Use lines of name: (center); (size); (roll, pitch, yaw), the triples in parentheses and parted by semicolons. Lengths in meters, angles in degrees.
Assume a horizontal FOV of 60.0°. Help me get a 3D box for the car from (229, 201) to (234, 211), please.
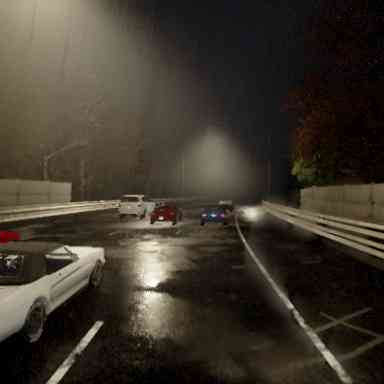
car: (4.347, 1.754, 42.566); (1.895, 1.301, 4.718); (0, 0, 10)

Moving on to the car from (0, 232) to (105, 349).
car: (-3.171, 1.603, 6.319); (1.895, 1.301, 4.718); (0, 0, 2)

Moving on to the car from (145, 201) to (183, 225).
car: (-1.836, 1.589, 24.682); (1.812, 1.442, 4.674); (0, 0, 6)

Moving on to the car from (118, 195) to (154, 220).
car: (-4.782, 1.284, 29.564); (2.150, 2.045, 5.566); (0, 0, 7)

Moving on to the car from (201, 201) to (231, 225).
car: (1.671, 1.625, 24.675); (2.033, 1.411, 5.357); (0, 0, 6)

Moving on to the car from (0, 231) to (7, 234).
car: (-6.561, 1.478, 8.775); (1.882, 1.535, 5.008); (0, 0, 2)

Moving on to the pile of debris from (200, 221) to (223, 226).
pile of debris: (1.430, 2.251, 23.744); (1.500, 0.140, 1.860); (0, 0, 6)
